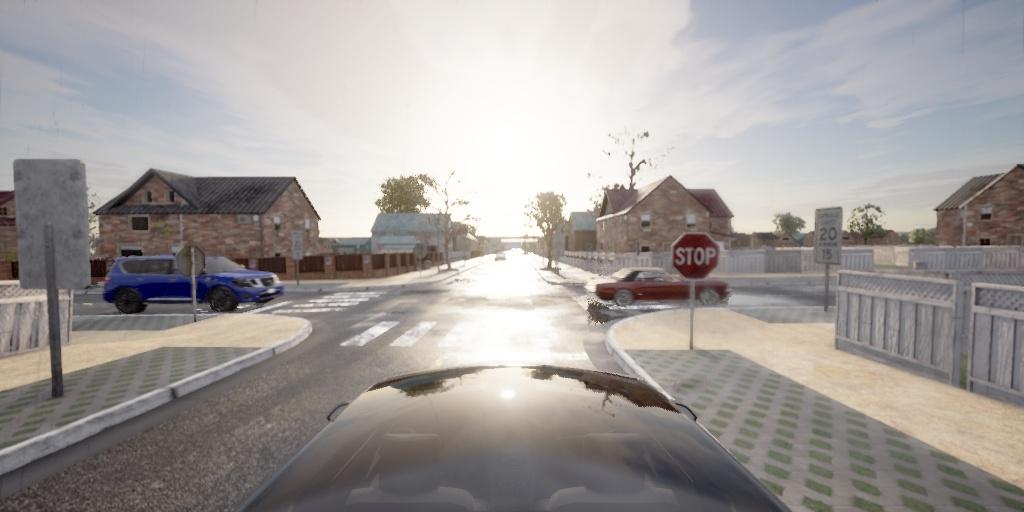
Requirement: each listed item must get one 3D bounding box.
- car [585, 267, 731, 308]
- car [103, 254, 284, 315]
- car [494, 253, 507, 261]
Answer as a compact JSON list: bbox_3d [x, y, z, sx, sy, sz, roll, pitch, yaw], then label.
[{"bbox_3d":[5.169,1.074,13.048,4.718,1.301,1.895,-1,2,1],"label":"car"},{"bbox_3d":[-11.702,0.967,13.343,5.566,2.045,2.150,-1,2,1],"label":"car"},{"bbox_3d":[-1.938,0.119,62.543,1.812,1.442,4.674,0,1,1],"label":"car"}]
